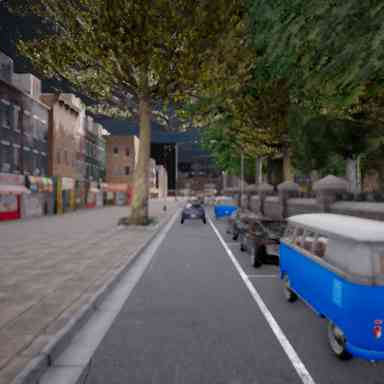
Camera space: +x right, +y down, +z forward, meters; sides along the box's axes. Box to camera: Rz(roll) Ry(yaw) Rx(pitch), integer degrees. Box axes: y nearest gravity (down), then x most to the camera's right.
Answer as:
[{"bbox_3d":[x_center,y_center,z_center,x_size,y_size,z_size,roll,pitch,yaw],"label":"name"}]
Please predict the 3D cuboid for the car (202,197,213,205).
[{"bbox_3d":[2.696,1.603,60.141,1.802,1.307,4.206,1,0,0],"label":"car"}]

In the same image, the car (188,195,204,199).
[{"bbox_3d":[0.131,1.489,43.942,2.128,1.511,4.902,0,0,0],"label":"car"}]

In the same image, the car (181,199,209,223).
[{"bbox_3d":[0.107,1.514,25.565,1.812,1.442,4.674,0,0,0],"label":"car"}]

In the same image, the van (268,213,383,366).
[{"bbox_3d":[2.655,1.336,5.646,1.690,1.788,3.998,1,0,0],"label":"van"}]

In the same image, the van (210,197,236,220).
[{"bbox_3d":[2.673,1.331,27.445,1.690,1.788,3.998,1,0,0],"label":"van"}]

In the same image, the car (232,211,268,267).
[{"bbox_3d":[2.656,1.557,11.096,1.947,1.339,4.313,1,0,0],"label":"car"}]

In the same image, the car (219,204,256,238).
[{"bbox_3d":[2.661,1.540,16.545,2.008,1.369,4.403,1,0,0],"label":"car"}]

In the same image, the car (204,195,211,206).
[{"bbox_3d":[2.689,1.530,49.412,1.752,1.417,4.829,1,0,0],"label":"car"}]

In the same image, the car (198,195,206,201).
[{"bbox_3d":[2.723,1.652,92.021,1.887,1.381,4.507,1,0,0],"label":"car"}]
